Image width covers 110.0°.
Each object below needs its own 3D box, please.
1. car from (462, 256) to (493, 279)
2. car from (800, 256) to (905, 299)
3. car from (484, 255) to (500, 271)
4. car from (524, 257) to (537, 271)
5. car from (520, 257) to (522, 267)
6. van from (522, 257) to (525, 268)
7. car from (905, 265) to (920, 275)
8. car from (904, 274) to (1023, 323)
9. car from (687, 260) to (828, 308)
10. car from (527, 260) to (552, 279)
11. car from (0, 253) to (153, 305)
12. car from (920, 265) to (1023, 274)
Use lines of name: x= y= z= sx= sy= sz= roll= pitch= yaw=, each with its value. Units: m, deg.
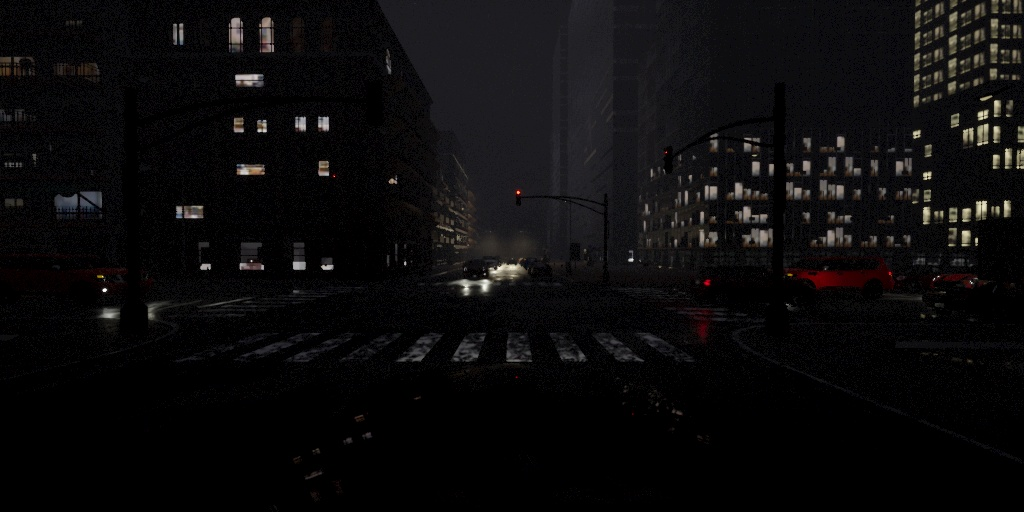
car: x=-3.093 y=1.081 z=31.751 sx=2.097 sy=1.767 sz=4.553 roll=0 pitch=0 yaw=-1
car: x=15.703 y=1.020 z=18.076 sx=5.566 sy=2.045 sz=2.150 roll=0 pitch=1 yaw=1
car: x=-3.129 y=0.930 z=49.010 sx=2.150 sy=2.045 sz=5.566 roll=0 pitch=0 yaw=0
car: x=2.633 y=1.159 z=38.102 sx=1.967 sy=1.591 sz=4.097 roll=0 pitch=0 yaw=0
car: x=2.621 y=1.240 z=55.040 sx=1.888 sy=1.381 sz=4.507 roll=0 pitch=0 yaw=0
van: x=2.625 y=1.045 z=49.394 sx=1.690 sy=1.789 sz=3.998 roll=0 pitch=0 yaw=0
car: x=23.361 y=1.230 z=20.711 sx=4.097 sy=1.591 sz=1.967 roll=0 pitch=0 yaw=1
car: x=16.708 y=1.446 z=12.159 sx=4.403 sy=1.370 sz=2.007 roll=0 pitch=0 yaw=1
car: x=10.157 y=1.167 z=15.373 sx=4.553 sy=1.767 sz=2.097 roll=0 pitch=1 yaw=5
car: x=2.637 y=1.272 z=32.457 sx=1.888 sy=1.381 sz=4.507 roll=0 pitch=0 yaw=0
car: x=-18.849 y=0.911 z=15.324 sx=5.566 sy=2.045 sz=2.150 roll=0 pitch=1 yaw=1
car: x=24.095 y=1.189 z=17.967 sx=4.553 sy=1.767 sz=2.097 roll=0 pitch=1 yaw=1
